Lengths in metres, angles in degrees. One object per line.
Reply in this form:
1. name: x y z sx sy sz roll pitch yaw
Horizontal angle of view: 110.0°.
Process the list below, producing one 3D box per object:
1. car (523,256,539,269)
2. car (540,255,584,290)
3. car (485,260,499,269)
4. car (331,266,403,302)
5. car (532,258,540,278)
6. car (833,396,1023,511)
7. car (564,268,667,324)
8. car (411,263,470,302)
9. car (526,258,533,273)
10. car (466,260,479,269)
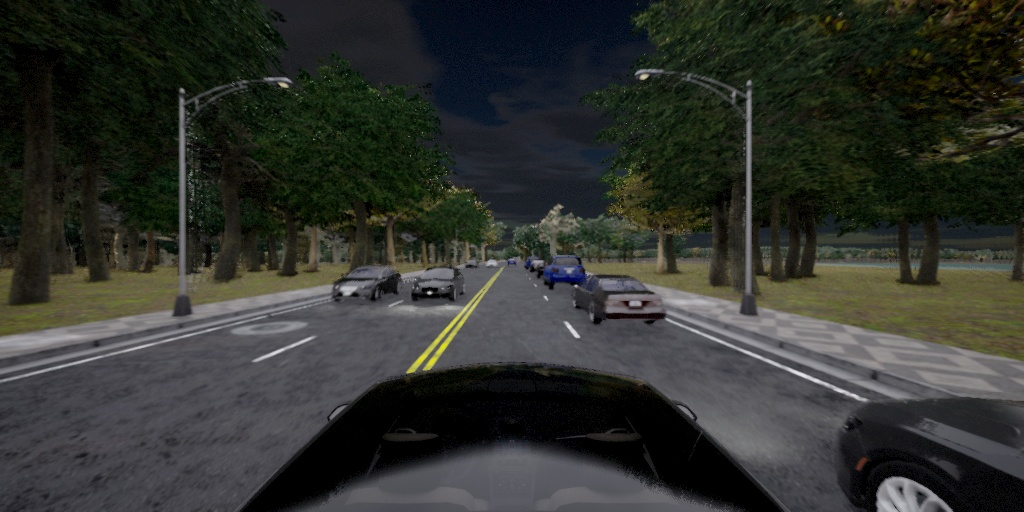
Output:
1. car: 3.221 1.054 55.983 2.150 2.045 5.566 0 0 0
2. car: 3.239 0.984 22.980 2.150 2.045 5.566 0 0 0
3. car: -3.313 1.370 60.005 1.812 1.442 4.674 0 0 1
4. car: -6.606 1.246 16.864 2.128 1.511 4.902 0 0 0
5. car: 3.233 1.258 33.951 1.882 1.535 5.008 0 0 0
6. car: 3.351 1.256 0.677 1.837 1.490 4.892 0 0 0
7. car: 3.244 1.300 11.950 2.033 1.411 5.357 0 0 0
8. car: -3.357 1.259 17.023 1.837 1.490 4.892 0 0 0
9. car: 3.227 1.308 44.981 2.163 1.488 4.792 0 0 0
10. car: -6.565 1.350 59.916 1.837 1.490 4.892 0 0 1
